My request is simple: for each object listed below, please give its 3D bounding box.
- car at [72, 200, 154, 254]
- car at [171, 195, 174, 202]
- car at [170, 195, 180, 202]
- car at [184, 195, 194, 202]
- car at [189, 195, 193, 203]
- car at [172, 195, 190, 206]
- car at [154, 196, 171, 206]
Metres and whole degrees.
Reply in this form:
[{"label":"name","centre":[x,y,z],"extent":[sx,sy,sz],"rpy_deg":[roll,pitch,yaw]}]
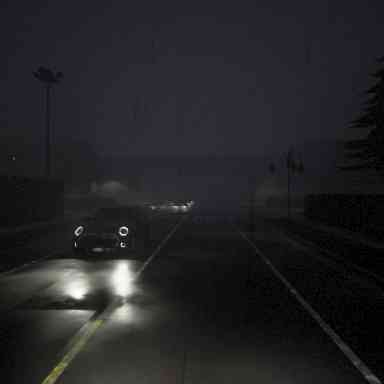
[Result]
[{"label":"car","centre":[-3.060,1.356,13.417],"extent":[2.097,1.767,4.553],"rpy_deg":[0,0,3]},{"label":"car","centre":[-4.671,1.600,69.439],"extent":[1.994,1.385,4.181],"rpy_deg":[0,0,3]},{"label":"car","centre":[-4.139,1.565,81.504],"extent":[2.128,1.511,4.902],"rpy_deg":[0,0,3]},{"label":"car","centre":[-0.628,1.565,81.672],"extent":[2.128,1.511,4.902],"rpy_deg":[0,0,3]},{"label":"car","centre":[-1.171,1.637,69.350],"extent":[1.895,1.301,4.718],"rpy_deg":[0,0,3]},{"label":"car","centre":[-1.833,1.634,56.275],"extent":[1.895,1.301,4.718],"rpy_deg":[0,0,3]},{"label":"car","centre":[-5.363,1.511,56.488],"extent":[1.882,1.535,5.008],"rpy_deg":[0,0,4]}]
